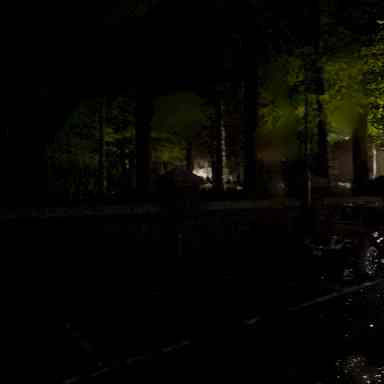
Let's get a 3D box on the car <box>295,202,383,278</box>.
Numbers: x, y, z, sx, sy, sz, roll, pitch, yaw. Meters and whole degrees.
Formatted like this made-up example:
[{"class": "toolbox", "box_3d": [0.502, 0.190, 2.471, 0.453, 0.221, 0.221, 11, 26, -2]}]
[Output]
[{"class": "car", "box_3d": [5.368, 1.266, 10.215, 5.009, 1.841, 2.192, -1, 0, -35]}]
